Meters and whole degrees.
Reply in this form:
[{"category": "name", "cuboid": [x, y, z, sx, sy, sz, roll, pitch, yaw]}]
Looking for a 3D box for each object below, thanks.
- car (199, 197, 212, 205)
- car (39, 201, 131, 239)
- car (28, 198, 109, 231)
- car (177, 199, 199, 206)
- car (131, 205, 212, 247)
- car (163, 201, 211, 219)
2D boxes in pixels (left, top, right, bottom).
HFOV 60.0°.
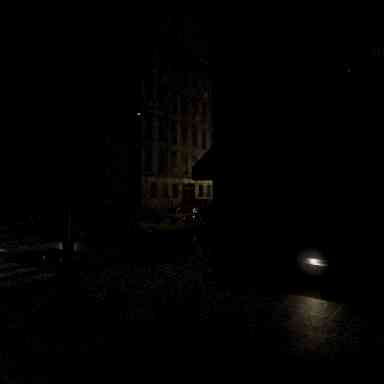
[{"category": "car", "cuboid": [2.896, 1.314, 19.618, 2.192, 1.841, 5.009, 0, 0, 36]}, {"category": "car", "cuboid": [-5.159, 1.457, 17.779, 1.882, 1.535, 5.008, 0, 0, 34]}, {"category": "car", "cuboid": [-6.931, 1.282, 19.670, 2.192, 1.841, 5.009, 0, 0, 36]}, {"category": "car", "cuboid": [0.676, 1.321, 25.948, 2.097, 1.767, 4.553, 0, 0, 35]}, {"category": "car", "cuboid": [-0.308, 1.530, 15.136, 1.752, 1.417, 4.829, 0, 0, 36]}, {"category": "car", "cuboid": [-0.330, 1.521, 28.912, 1.947, 1.339, 4.313, 0, 0, 36]}]
